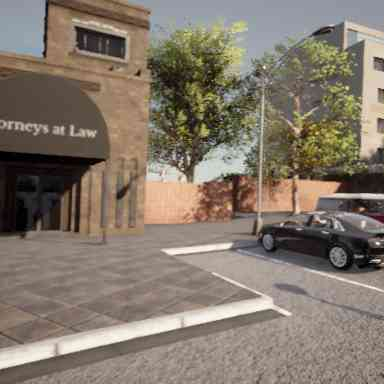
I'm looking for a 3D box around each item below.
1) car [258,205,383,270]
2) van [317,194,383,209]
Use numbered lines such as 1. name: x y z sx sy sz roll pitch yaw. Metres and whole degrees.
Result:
1. car: 4.139 1.346 10.712 2.231 1.521 4.892 -1 1 -28
2. van: 6.672 1.067 11.914 1.878 1.987 4.442 -1 1 -28
